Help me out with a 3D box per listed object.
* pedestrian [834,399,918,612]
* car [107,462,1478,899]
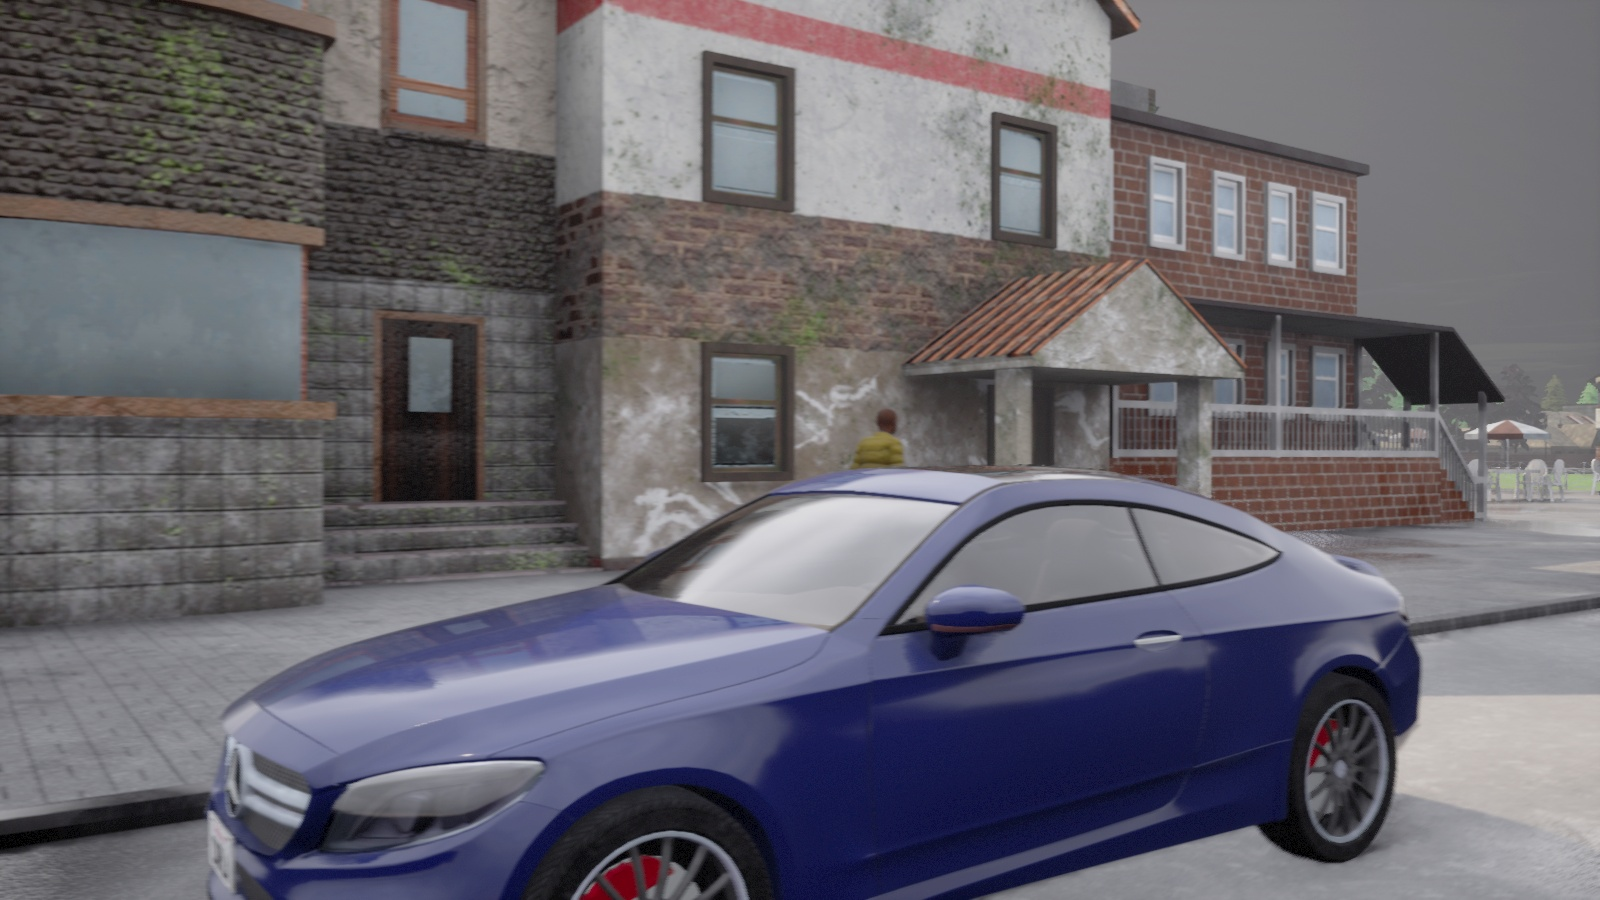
[{"bbox_3d":[0.687,0.481,11.203,0.370,1.835,0.726,0,0,42],"label":"pedestrian"},{"bbox_3d":[0.294,0.781,4.473,4.674,1.442,1.812,0,0,-35],"label":"car"}]
